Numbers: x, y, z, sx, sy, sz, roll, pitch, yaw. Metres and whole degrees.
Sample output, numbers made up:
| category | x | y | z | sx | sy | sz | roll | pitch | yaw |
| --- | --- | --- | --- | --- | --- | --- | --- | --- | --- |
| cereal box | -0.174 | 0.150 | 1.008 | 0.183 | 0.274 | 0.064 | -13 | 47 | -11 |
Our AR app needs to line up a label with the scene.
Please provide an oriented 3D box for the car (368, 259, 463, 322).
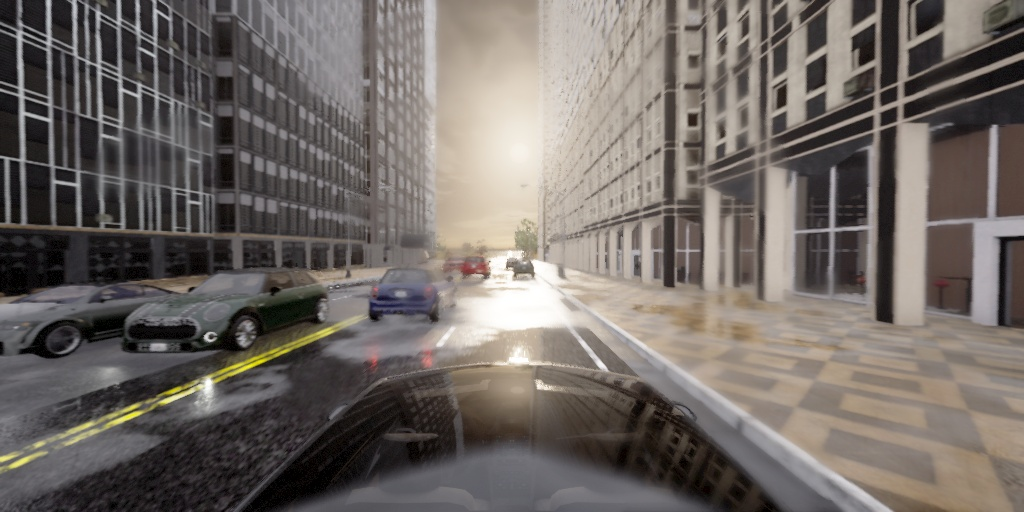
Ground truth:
| category | x | y | z | sx | sy | sz | roll | pitch | yaw |
| --- | --- | --- | --- | --- | --- | --- | --- | --- | --- |
| car | -3.187 | 1.103 | 12.464 | 2.097 | 1.767 | 4.553 | 0 | 0 | 0 |

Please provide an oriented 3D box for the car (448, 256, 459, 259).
| category | x | y | z | sx | sy | sz | roll | pitch | yaw |
| --- | --- | --- | --- | --- | --- | --- | --- | --- | --- |
| car | -6.568 | 0.968 | 42.276 | 2.150 | 2.045 | 5.566 | 0 | 0 | 0 |

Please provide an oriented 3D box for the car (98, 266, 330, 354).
| category | x | y | z | sx | sy | sz | roll | pitch | yaw |
| --- | --- | --- | --- | --- | --- | --- | --- | --- | --- |
| car | -6.552 | 1.103 | 8.904 | 2.097 | 1.767 | 4.553 | 0 | 0 | 0 |

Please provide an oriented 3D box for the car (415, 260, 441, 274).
| category | x | y | z | sx | sy | sz | roll | pitch | yaw |
| --- | --- | --- | --- | --- | --- | --- | --- | --- | --- |
| car | -9.817 | 1.223 | 42.438 | 1.882 | 1.535 | 5.008 | 0 | 0 | 0 |

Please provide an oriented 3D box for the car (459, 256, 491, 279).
| category | x | y | z | sx | sy | sz | roll | pitch | yaw |
| --- | --- | --- | --- | --- | --- | --- | --- | --- | --- |
| car | -3.153 | 0.973 | 32.672 | 2.150 | 2.045 | 5.566 | 0 | 0 | 0 |

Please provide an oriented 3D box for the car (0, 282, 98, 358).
| category | x | y | z | sx | sy | sz | roll | pitch | yaw |
| --- | --- | --- | --- | --- | --- | --- | --- | --- | --- |
| car | -9.805 | 1.314 | 8.317 | 1.994 | 1.385 | 4.181 | 0 | 0 | 0 |

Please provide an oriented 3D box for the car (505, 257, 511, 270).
| category | x | y | z | sx | sy | sz | roll | pitch | yaw |
| --- | --- | --- | --- | --- | --- | --- | --- | --- | --- |
| car | 0.012 | 1.249 | 54.122 | 1.837 | 1.490 | 4.892 | 0 | 0 | 0 |

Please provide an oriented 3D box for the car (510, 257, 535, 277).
| category | x | y | z | sx | sy | sz | roll | pitch | yaw |
| --- | --- | --- | --- | --- | --- | --- | --- | --- | --- |
| car | 1.142 | 1.101 | 35.351 | 2.097 | 1.767 | 4.553 | 0 | 0 | 0 |
